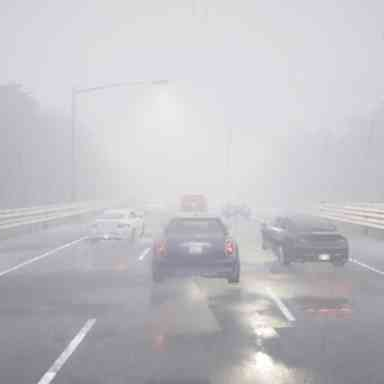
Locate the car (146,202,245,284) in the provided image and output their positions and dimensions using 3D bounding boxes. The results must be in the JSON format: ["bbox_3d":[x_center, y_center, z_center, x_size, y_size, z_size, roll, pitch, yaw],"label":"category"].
[{"bbox_3d":[0.104,1.345,9.706,2.097,1.767,4.553,0,0,0],"label":"car"}]

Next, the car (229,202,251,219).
[{"bbox_3d":[3.657,1.529,28.142,1.895,1.301,4.718,0,0,0],"label":"car"}]

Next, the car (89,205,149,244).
[{"bbox_3d":[-3.372,1.509,15.466,1.812,1.442,4.674,0,0,0],"label":"car"}]

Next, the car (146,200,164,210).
[{"bbox_3d":[-3.336,1.437,30.849,1.812,1.442,4.674,0,0,0],"label":"car"}]

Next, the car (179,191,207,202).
[{"bbox_3d":[0.160,1.146,28.882,2.150,2.045,5.566,0,0,0],"label":"car"}]

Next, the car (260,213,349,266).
[{"bbox_3d":[3.610,1.497,11.456,1.837,1.490,4.892,0,0,0],"label":"car"}]
